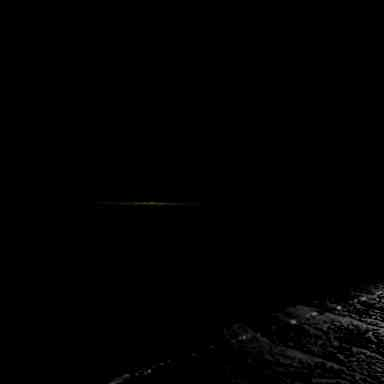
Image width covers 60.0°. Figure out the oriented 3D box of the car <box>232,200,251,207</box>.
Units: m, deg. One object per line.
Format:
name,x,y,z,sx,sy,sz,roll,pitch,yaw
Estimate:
car,11.790,2.661,79.076,1.882,1.535,5.008,1,-1,-40
